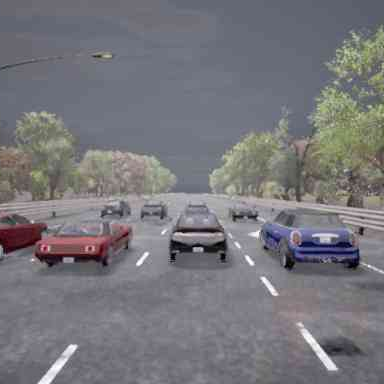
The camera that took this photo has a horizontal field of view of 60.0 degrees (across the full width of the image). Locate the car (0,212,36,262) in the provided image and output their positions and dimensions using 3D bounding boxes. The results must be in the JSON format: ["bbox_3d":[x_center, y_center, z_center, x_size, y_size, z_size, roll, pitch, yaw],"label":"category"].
[{"bbox_3d":[-6.790,1.408,11.549,1.882,1.535,5.008,0,0,1],"label":"car"}]

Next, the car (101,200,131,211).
[{"bbox_3d":[-6.556,1.420,28.911,1.812,1.442,4.674,0,0,1],"label":"car"}]

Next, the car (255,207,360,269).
[{"bbox_3d":[3.708,1.337,11.281,2.097,1.767,4.553,0,0,1],"label":"car"}]

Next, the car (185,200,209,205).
[{"bbox_3d":[0.423,1.424,27.788,2.128,1.511,4.902,0,0,1],"label":"car"}]

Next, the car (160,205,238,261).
[{"bbox_3d":[0.220,1.457,12.109,2.128,1.511,4.902,0,0,1],"label":"car"}]

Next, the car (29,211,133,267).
[{"bbox_3d":[-3.292,1.550,11.209,1.895,1.301,4.718,0,0,1],"label":"car"}]

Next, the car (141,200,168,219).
[{"bbox_3d":[-3.075,1.405,27.801,2.128,1.511,4.902,0,0,1],"label":"car"}]

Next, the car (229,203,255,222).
[{"bbox_3d":[3.902,1.553,26.189,1.895,1.301,4.718,0,0,1],"label":"car"}]
